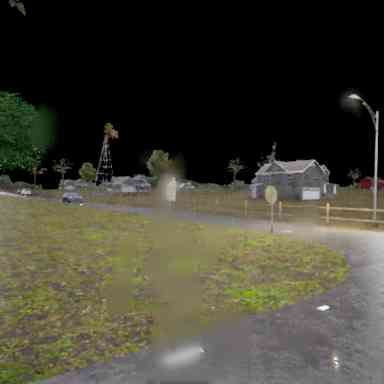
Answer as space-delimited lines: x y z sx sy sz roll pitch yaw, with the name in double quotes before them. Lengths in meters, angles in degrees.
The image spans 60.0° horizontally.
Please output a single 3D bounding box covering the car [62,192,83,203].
"car" -18.487 0.787 51.309 2.097 1.767 4.553 2 -1 -36
